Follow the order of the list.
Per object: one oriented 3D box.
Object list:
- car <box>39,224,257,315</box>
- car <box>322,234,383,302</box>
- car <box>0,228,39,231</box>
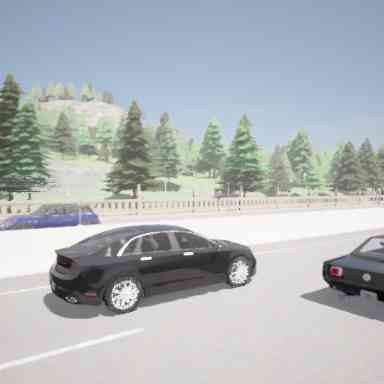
[{"bbox_3d":[-0.613,1.497,7.607,4.892,1.490,1.837,0,0,-35],"label":"car"},{"bbox_3d":[5.023,1.584,7.327,4.718,1.301,1.895,0,0,-35],"label":"car"},{"bbox_3d":[-6.809,1.347,16.207,4.553,1.767,2.097,0,0,-35],"label":"car"}]
